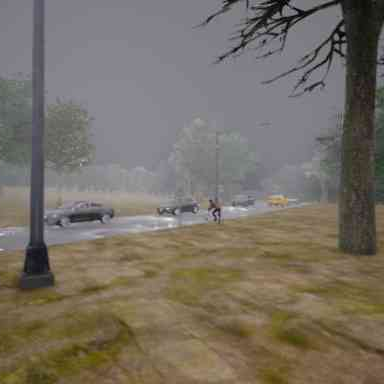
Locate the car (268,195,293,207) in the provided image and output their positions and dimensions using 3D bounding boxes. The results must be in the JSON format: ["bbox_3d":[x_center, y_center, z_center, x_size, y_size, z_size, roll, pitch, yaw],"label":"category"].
[{"bbox_3d":[11.437,1.115,43.739,1.882,1.535,5.008,1,0,28],"label":"car"}]

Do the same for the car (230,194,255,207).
[{"bbox_3d":[6.345,1.078,41.024,1.837,1.490,4.892,1,0,30],"label":"car"}]

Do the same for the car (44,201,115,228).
[{"bbox_3d":[-7.092,1.313,20.857,2.128,1.511,4.902,1,2,37],"label":"car"}]

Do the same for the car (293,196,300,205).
[{"bbox_3d":[16.055,1.315,53.102,1.895,1.301,4.718,1,0,23],"label":"car"}]

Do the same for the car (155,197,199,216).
[{"bbox_3d":[-1.192,1.198,28.999,1.837,1.490,4.892,1,2,33],"label":"car"}]

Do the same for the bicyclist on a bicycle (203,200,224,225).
[{"bbox_3d":[1.352,1.309,21.386,1.656,1.620,0.582,-1,0,36],"label":"bicyclist on a bicycle"}]
